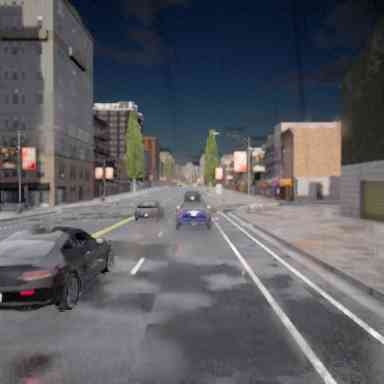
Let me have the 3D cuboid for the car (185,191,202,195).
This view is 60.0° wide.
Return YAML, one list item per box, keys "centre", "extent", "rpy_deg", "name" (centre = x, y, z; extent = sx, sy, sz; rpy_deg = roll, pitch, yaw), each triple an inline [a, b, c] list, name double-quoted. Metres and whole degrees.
- centre: [0.064, 0.876, 41.878]
  extent: [2.150, 2.045, 5.566]
  rpy_deg: [-2, 1, 0]
  name: "car"

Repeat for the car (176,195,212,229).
- centre: [0.105, 1.265, 20.931]
  extent: [2.097, 1.767, 4.553]
  rpy_deg: [0, 0, 0]
  name: "car"

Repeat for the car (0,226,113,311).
- centre: [-3.148, 1.504, 7.563]
  extent: [1.812, 1.442, 4.674]
  rpy_deg: [0, 0, 0]
  name: "car"

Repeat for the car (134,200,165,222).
- centre: [-3.144, 1.378, 25.297]
  extent: [2.128, 1.511, 4.902]
  rpy_deg: [0, 0, 0]
  name: "car"
